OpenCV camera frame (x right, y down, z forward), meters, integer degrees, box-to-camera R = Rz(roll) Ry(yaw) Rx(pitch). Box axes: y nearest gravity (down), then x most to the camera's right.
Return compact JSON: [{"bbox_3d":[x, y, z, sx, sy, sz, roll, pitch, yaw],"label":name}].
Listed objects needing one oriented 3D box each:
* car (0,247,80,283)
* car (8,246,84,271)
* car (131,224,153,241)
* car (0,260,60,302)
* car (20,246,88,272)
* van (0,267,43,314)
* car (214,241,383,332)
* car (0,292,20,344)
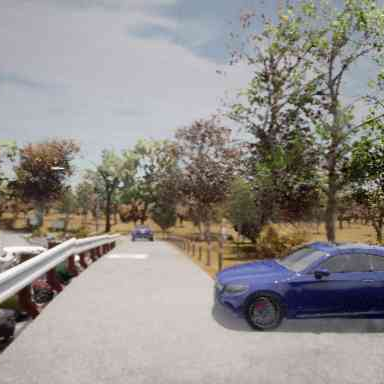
[{"bbox_3d":[-10.251,4.854,20.687,5.566,2.045,2.435,3,-2,-28],"label":"car"},{"bbox_3d":[-10.640,4.936,23.722,5.566,2.045,2.435,3,-2,-28],"label":"car"},{"bbox_3d":[-5.215,4.161,34.720,2.097,1.767,4.553,2,-6,-11],"label":"car"},{"bbox_3d":[-9.782,4.902,17.723,4.553,1.767,2.185,3,-2,-28],"label":"car"},{"bbox_3d":[-11.077,5.296,26.706,4.792,1.488,2.163,3,-2,-28],"label":"car"},{"bbox_3d":[-9.285,4.726,14.785,4.442,1.987,1.878,3,-2,-28],"label":"van"},{"bbox_3d":[2.785,1.750,6.684,4.674,1.442,1.812,0,-2,-2],"label":"car"},{"bbox_3d":[-8.962,4.868,11.727,4.892,1.521,2.231,3,-2,-28],"label":"car"}]
